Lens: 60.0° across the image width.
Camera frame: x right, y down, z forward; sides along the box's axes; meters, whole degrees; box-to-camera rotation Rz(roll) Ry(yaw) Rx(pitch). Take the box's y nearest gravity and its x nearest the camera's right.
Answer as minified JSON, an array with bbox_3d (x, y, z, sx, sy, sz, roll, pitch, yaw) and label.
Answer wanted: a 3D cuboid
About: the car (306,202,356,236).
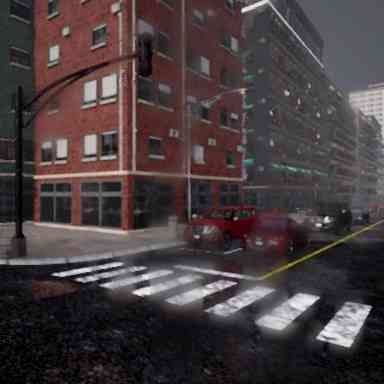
[{"bbox_3d":[9.356,1.724,22.692,2.150,2.045,5.566,0,-1,35],"label":"car"}]

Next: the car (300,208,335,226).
[{"bbox_3d":[11.442,2.170,30.135,1.752,1.417,4.829,-1,-2,35],"label":"car"}]

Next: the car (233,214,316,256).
[{"bbox_3d":[3.809,1.893,14.864,1.994,1.385,4.181,0,-1,35],"label":"car"}]

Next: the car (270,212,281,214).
[{"bbox_3d":[4.954,1.986,20.979,1.887,1.381,4.507,-1,-2,35],"label":"car"}]

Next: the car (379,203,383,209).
[{"bbox_3d":[44.474,3.228,76.740,1.887,1.381,4.507,-2,-2,35],"label":"car"}]

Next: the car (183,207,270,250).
[{"bbox_3d":[1.659,1.654,16.339,2.192,1.841,5.009,-1,-2,35],"label":"car"}]

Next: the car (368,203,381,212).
[{"bbox_3d":[31.301,2.813,58.153,1.887,1.381,4.507,-2,-2,35],"label":"car"}]

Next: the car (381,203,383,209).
[{"bbox_3d":[41.181,3.125,72.093,1.887,1.381,4.507,-2,-2,35],"label":"car"}]

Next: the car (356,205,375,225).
[{"bbox_3d":[15.401,2.239,31.205,2.033,1.411,5.357,0,-1,35],"label":"car"}]
